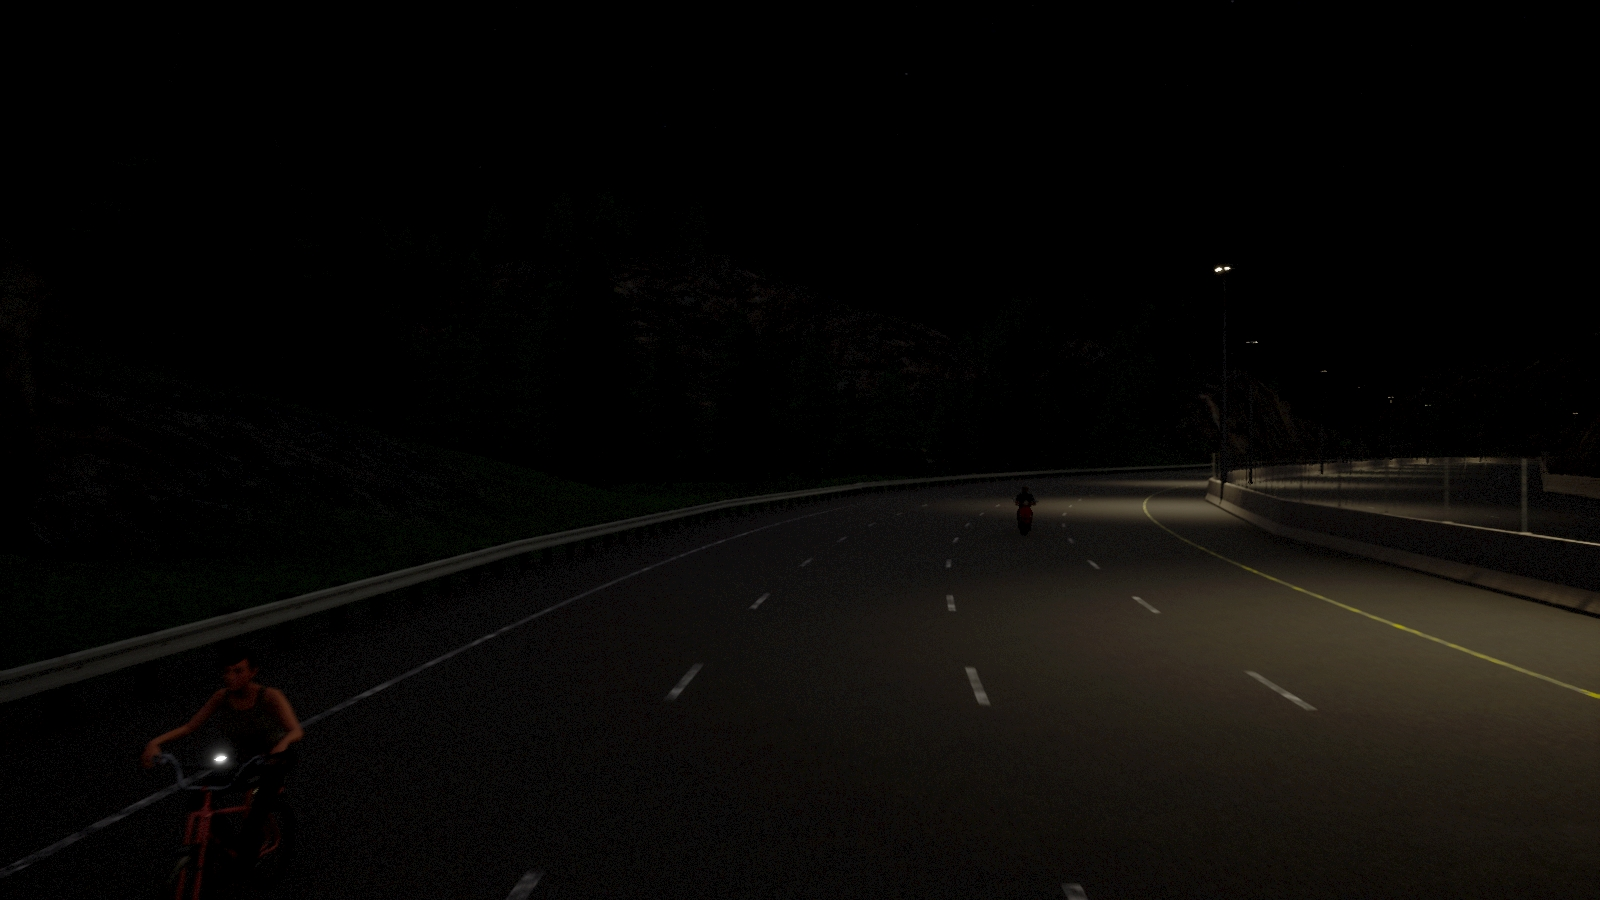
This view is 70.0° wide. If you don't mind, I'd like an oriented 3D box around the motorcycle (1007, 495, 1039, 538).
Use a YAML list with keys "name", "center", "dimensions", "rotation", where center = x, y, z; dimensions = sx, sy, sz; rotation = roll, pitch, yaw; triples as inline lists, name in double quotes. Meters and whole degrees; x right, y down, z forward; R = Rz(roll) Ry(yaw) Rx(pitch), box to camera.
- name: "motorcycle"
  center: [7.323, 2.169, 37.505]
  dimensions: [0.856, 1.236, 1.805]
  rotation: [3, 0, 7]

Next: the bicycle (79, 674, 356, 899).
- name: "bicycle"
  center: [-3.401, 2.141, 6.842]
  dimensions: [0.859, 1.295, 1.487]
  rotation: [0, 0, 2]
